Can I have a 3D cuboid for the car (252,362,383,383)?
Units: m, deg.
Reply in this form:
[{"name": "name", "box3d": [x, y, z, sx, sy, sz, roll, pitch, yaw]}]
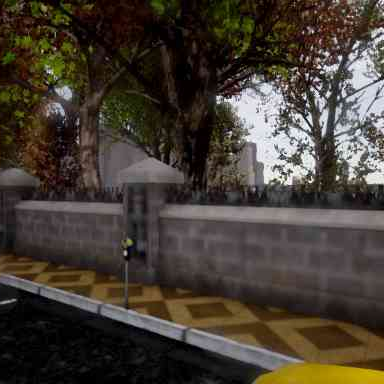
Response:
[{"name": "car", "box3d": [2.260, 1.524, 1.285, 4.829, 1.417, 1.752, 0, 0, 35]}]
